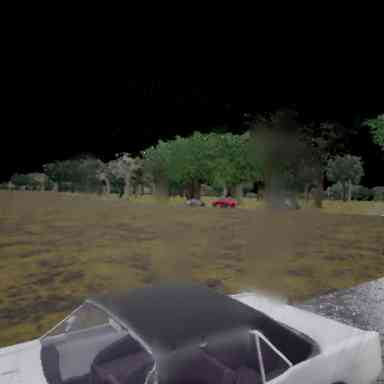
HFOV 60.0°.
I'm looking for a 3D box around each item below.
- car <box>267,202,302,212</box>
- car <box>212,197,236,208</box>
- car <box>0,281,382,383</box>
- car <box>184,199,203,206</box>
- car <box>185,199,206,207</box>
[{"bbox_3d":[13.653,2.125,49.309,2.033,1.411,5.357,3,-2,-35],"label":"car"},{"bbox_3d":[6.337,2.087,65.809,2.150,2.045,5.566,3,-2,-35],"label":"car"},{"bbox_3d":[-0.498,1.605,2.713,4.718,1.301,1.895,0,0,-35],"label":"car"},{"bbox_3d":[0.310,2.291,74.269,1.812,1.442,4.674,3,-2,-35],"label":"car"},{"bbox_3d":[1.031,2.315,67.203,1.994,1.385,4.181,3,-2,-35],"label":"car"}]
